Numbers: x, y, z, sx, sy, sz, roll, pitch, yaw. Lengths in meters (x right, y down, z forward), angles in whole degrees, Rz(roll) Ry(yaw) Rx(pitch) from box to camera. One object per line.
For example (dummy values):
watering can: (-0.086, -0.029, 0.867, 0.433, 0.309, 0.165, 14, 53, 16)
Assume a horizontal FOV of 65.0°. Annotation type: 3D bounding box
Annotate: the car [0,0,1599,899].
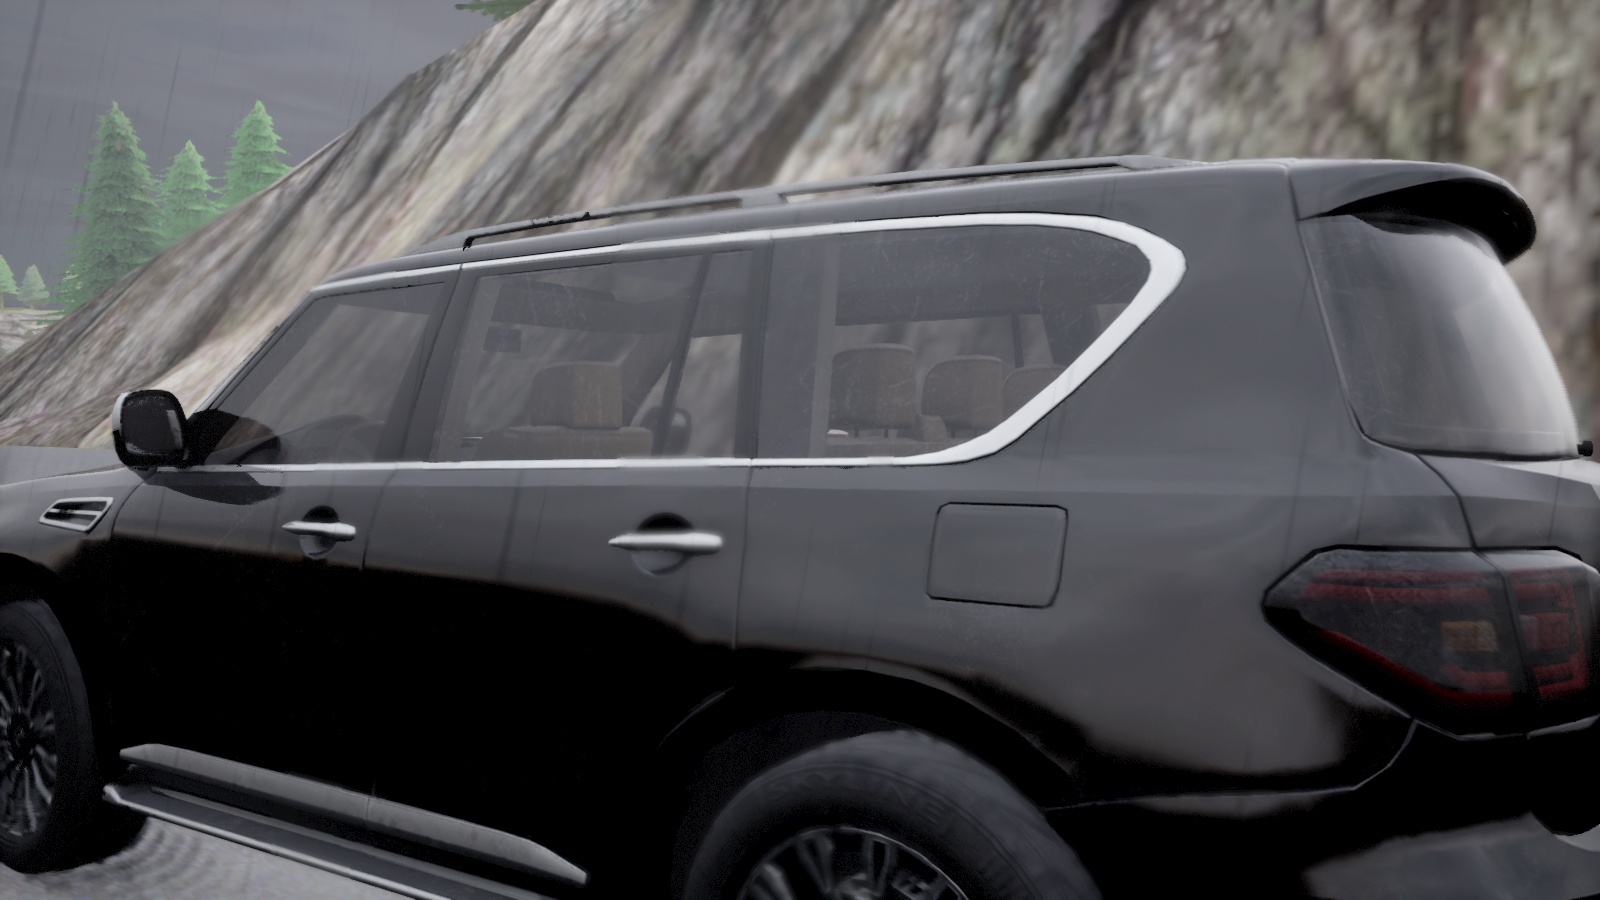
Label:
car: (-0.514, 0.409, 3.977, 5.566, 2.045, 2.150, 0, 1, 35)
